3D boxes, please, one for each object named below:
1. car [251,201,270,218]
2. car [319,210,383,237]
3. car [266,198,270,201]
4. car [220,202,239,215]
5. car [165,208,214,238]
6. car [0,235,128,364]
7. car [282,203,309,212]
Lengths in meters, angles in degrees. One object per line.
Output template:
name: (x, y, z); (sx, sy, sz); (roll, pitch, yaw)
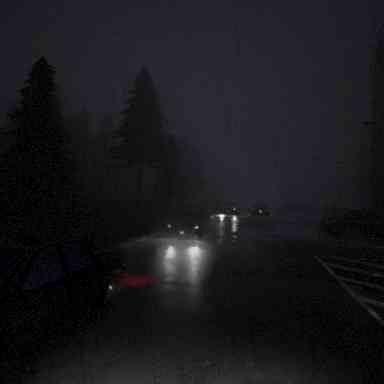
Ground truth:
car: (7.493, 2.016, 36.359); (1.994, 1.385, 4.181); (2, 0, 12)
car: (10.604, 1.996, 22.064); (3.988, 1.617, 1.851); (2, 0, 11)
car: (10.144, 2.118, 49.057); (1.837, 1.490, 4.892); (2, 0, 12)
car: (4.530, 1.876, 39.594); (1.812, 1.442, 4.674); (2, 0, 12)
car: (0.068, 1.630, 18.785); (2.033, 1.411, 5.357); (2, 0, 12)
car: (-2.766, 1.460, 5.274); (2.033, 1.411, 5.357); (2, 0, 12)
car: (16.903, 2.453, 54.467); (4.181, 1.381, 1.994); (2, 0, 11)
